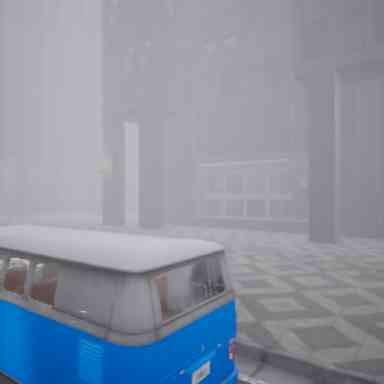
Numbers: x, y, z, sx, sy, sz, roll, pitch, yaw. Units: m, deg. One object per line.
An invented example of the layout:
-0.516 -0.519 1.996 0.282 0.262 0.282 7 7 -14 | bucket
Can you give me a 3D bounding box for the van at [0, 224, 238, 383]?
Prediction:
-1.429 1.351 3.984 3.998 1.788 1.690 0 0 36 | van
